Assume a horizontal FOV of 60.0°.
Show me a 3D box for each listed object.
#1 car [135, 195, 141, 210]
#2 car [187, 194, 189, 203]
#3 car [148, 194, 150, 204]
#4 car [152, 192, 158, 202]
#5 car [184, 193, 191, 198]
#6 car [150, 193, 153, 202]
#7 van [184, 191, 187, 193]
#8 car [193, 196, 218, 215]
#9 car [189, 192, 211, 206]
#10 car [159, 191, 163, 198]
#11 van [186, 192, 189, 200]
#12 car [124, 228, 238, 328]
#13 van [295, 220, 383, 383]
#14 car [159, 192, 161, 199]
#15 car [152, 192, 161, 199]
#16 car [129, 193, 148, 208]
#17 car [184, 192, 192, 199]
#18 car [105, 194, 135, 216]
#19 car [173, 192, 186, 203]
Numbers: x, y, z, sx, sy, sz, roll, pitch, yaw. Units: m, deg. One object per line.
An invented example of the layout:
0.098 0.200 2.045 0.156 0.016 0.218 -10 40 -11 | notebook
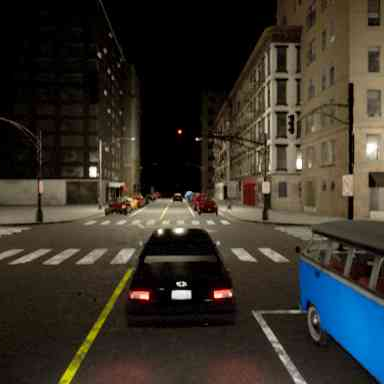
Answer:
-6.873 1.310 35.462 1.752 1.417 4.829 0 0 -2 | car
0.669 1.255 46.788 1.887 1.381 4.507 0 0 -2 | car
-7.341 1.243 46.271 1.752 1.417 4.829 0 0 -2 | car
-8.050 1.164 62.654 2.008 1.369 4.403 0 0 -2 | car
-1.203 0.977 90.022 1.887 1.381 4.507 0 0 -2 | car
-7.582 1.248 51.846 1.947 1.339 4.313 0 0 -2 | car
-0.501 0.878 73.808 1.690 1.788 3.998 0 0 -2 | van
1.371 1.355 30.575 1.887 1.381 4.507 0 0 -2 | car
1.137 1.093 35.978 2.192 1.841 5.009 0 0 -2 | car
-8.752 0.823 78.865 2.192 1.841 5.009 0 0 -2 | car
0.435 1.017 52.192 1.690 1.788 3.998 0 0 -2 | van
-0.260 1.502 7.276 2.033 1.411 5.357 0 0 -2 | car
2.534 1.316 3.719 1.690 1.788 3.998 0 0 -2 | van
-8.518 1.125 73.463 1.802 1.307 4.206 0 0 -2 | car
-8.986 0.913 84.271 1.967 1.590 4.097 0 0 -2 | car
-7.115 1.066 41.035 2.192 1.841 5.009 0 0 -2 | car
-0.969 0.907 84.618 1.967 1.590 4.097 0 0 -2 | car
-6.647 1.257 30.228 1.967 1.590 4.097 0 0 -2 | car
-2.571 1.171 60.647 2.033 1.411 5.357 0 0 -2 | car
